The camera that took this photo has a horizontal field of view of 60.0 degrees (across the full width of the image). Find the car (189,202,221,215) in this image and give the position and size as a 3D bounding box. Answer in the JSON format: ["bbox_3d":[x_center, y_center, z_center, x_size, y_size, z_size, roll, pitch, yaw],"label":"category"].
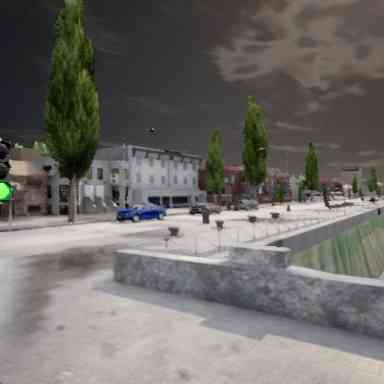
[{"bbox_3d":[1.453,1.826,36.534,1.994,1.385,4.181,-1,-1,35],"label":"car"}]

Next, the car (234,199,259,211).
[{"bbox_3d":[7.374,1.767,44.804,1.837,1.490,4.892,-1,0,36],"label":"car"}]

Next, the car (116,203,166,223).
[{"bbox_3d":[-4.280,1.740,28.487,1.882,1.535,5.008,-1,-1,35],"label":"car"}]
